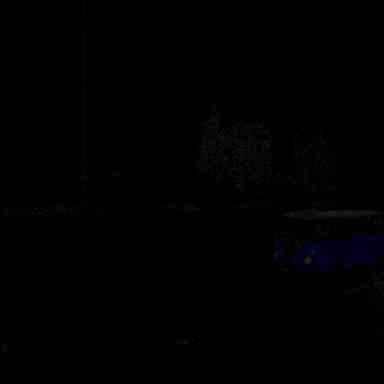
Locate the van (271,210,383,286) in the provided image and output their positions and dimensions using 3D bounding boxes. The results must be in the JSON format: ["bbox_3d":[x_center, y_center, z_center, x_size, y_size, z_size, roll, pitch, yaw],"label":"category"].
[{"bbox_3d":[4.006,1.420,9.395,3.998,1.788,1.690,1,-1,-35],"label":"van"}]
